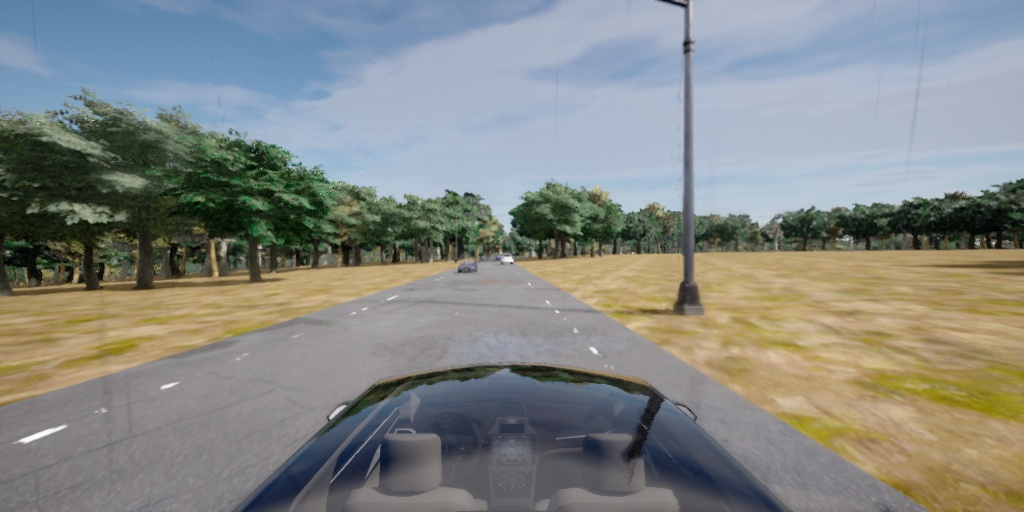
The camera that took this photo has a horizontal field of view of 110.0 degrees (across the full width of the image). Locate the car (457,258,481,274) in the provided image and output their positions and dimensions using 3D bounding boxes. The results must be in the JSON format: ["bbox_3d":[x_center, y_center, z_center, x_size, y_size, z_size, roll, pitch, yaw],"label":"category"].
[{"bbox_3d":[-4.714,1.164,38.738,1.994,1.385,4.181,0,0,-2],"label":"car"}]
